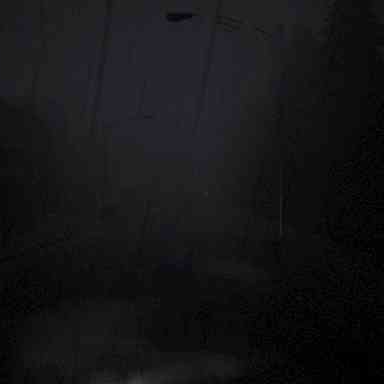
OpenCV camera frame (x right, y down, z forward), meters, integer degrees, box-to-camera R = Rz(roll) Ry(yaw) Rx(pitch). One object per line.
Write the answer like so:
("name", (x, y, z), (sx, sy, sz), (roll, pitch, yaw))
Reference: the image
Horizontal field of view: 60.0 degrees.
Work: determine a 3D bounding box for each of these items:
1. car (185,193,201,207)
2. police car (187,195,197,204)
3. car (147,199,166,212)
("car", (0.131, 1.152, 49.331), (2.150, 2.045, 5.566), (0, -1, 0))
("police car", (0.040, 1.359, 65.491), (1.930, 1.638, 5.238), (0, 0, 0))
("car", (-4.072, 1.497, 39.099), (2.033, 1.411, 5.357), (0, 0, 0))
